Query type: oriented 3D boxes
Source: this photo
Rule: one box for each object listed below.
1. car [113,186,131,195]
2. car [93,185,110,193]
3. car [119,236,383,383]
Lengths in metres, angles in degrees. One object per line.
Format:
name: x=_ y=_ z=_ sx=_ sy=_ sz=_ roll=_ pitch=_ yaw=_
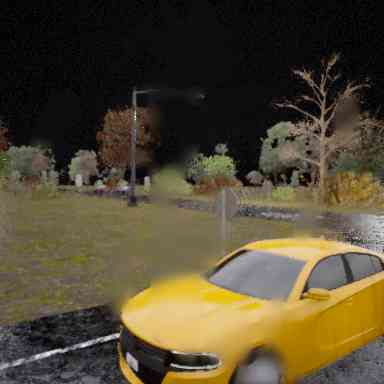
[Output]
car: x=-10.898 y=-0.264 z=52.896 sx=1.812 sy=1.442 sz=4.674 roll=0 pitch=2 yaw=-36
car: x=-16.491 y=-0.572 z=60.688 sx=1.812 sy=1.442 sz=4.674 roll=0 pitch=2 yaw=-36
car: x=1.418 y=1.474 z=4.877 sx=5.008 sy=1.535 sz=1.882 roll=0 pitch=0 yaw=-35
